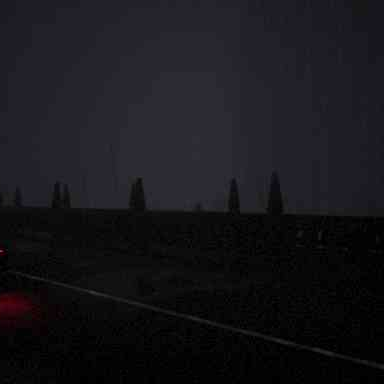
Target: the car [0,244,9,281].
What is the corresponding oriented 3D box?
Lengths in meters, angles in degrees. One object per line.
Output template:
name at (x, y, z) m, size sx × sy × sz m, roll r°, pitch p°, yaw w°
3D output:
car at (-6.718, 1.612, 8.782) m, size 4.892 × 1.490 × 1.837 m, roll -1°, pitch 0°, yaw 36°
